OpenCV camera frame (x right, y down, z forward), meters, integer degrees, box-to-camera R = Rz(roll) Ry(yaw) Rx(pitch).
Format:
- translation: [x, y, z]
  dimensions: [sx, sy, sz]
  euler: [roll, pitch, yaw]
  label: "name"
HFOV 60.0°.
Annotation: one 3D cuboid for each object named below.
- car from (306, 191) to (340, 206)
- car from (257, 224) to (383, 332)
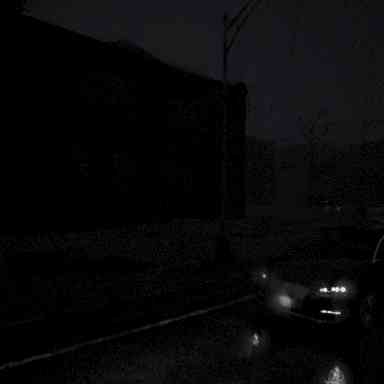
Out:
- translation: [18.434, 0.835, 47.107]
  dimensions: [2.150, 2.045, 5.566]
  euler: [1, 0, -12]
  label: "car"
- translation: [3.340, 1.464, 6.915]
  dimensions: [4.902, 1.511, 2.128]
  euler: [0, 0, -41]
  label: "car"
